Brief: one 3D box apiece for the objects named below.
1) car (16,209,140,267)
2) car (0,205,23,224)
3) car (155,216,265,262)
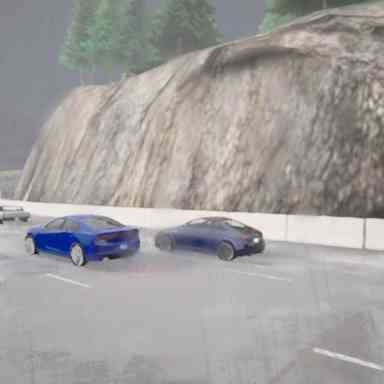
[{"bbox_3d":[-3.974,1.509,11.632,5.008,1.535,1.882,0,0,39],"label":"car"},{"bbox_3d":[-14.275,1.671,25.676,4.718,1.301,1.895,0,0,45],"label":"car"},{"bbox_3d":[0.574,1.598,12.444,4.181,1.385,1.994,0,0,38],"label":"car"}]
